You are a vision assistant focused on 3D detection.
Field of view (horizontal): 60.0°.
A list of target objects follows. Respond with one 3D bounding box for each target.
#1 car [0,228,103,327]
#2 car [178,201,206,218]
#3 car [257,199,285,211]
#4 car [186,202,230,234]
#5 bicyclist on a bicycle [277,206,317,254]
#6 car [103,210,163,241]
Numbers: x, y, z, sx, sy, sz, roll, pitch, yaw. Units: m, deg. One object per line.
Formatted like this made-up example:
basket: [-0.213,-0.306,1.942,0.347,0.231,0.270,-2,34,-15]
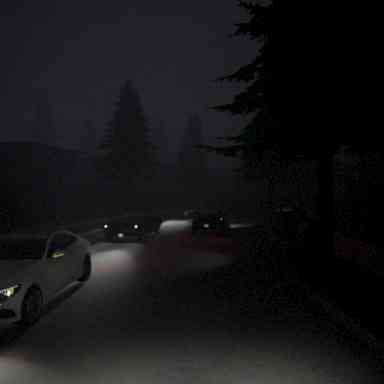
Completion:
car: [-3.572,1.563,7.236,1.812,1.442,4.674,0,0,1]
car: [0.353,1.540,30.067,2.128,1.511,4.902,0,0,21]
car: [9.527,1.544,40.165,2.033,1.411,5.357,-1,0,33]
car: [1.153,1.549,19.435,1.812,1.442,4.674,-1,0,10]
bicyclist on a bicycle: [3.668,1.288,11.145,1.656,1.620,0.582,0,0,3]
car: [-2.922,1.652,17.257,1.895,1.301,4.718,0,0,8]
